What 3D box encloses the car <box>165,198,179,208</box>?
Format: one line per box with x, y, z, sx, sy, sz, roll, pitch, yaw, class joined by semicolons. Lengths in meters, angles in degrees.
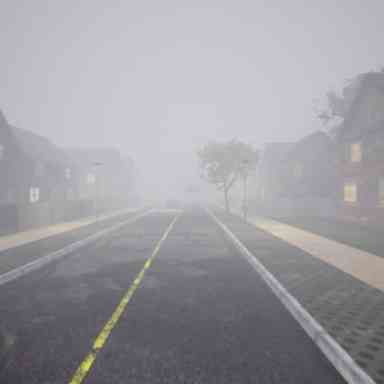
-2.845;1.584;48.777;2.128;1.511;4.902;0;0;0;car

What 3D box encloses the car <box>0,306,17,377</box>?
-2.850;1.546;1.304;2.033;1.411;5.357;0;0;0;car

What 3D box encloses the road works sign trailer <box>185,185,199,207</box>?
-0.012;0.588;54.870;2.380;3.560;2.880;0;0;0;road works sign trailer
